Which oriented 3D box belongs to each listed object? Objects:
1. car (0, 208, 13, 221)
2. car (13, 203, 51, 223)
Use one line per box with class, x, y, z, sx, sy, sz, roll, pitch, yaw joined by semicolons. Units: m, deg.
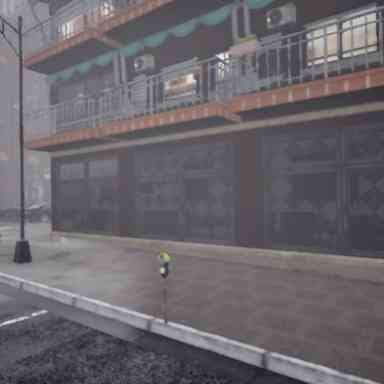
car;-13.647;1.590;26.937;1.895;1.301;4.718;-1;-1;33
car;-9.595;1.430;23.297;2.008;1.369;4.403;-1;-1;36
